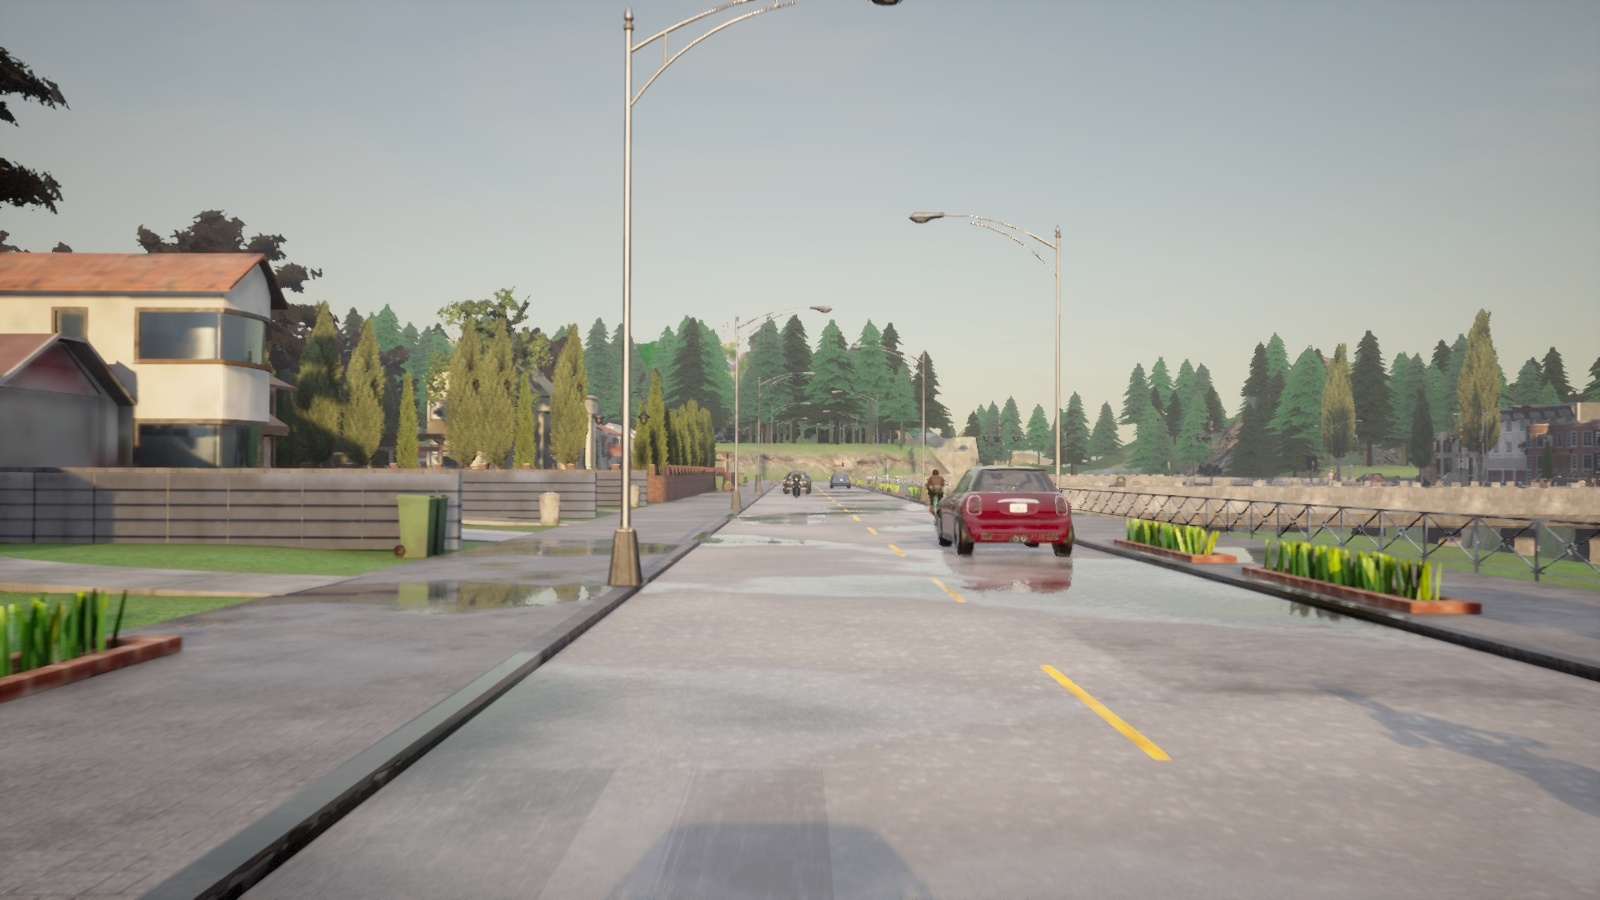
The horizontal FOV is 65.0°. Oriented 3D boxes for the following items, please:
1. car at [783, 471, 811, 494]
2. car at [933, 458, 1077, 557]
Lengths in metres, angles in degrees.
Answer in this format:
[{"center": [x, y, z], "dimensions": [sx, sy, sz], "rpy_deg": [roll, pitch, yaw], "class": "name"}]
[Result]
[{"center": [-0.162, 2.228, 85.511], "dimensions": [1.789, 1.549, 3.705], "rpy_deg": [0, -1, 2], "class": "car"}, {"center": [3.931, 1.074, 24.880], "dimensions": [2.097, 1.767, 4.553], "rpy_deg": [0, -1, 0], "class": "car"}]
